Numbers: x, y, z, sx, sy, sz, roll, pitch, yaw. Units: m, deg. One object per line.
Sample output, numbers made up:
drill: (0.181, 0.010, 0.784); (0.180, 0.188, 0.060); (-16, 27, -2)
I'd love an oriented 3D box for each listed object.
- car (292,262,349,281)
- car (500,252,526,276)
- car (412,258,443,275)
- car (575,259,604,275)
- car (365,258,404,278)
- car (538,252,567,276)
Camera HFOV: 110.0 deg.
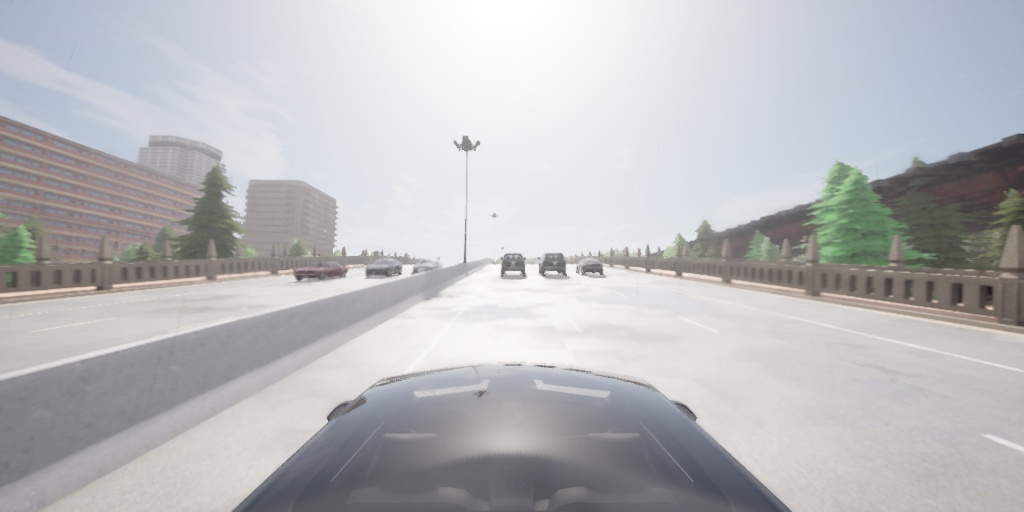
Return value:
car: (-14.093, 1.114, 26.667); (1.895, 1.301, 4.718); (0, 1, 0)
car: (0.103, 0.685, 32.531); (2.150, 2.045, 5.566); (0, 1, 0)
car: (-7.088, 0.970, 30.500); (2.128, 1.511, 4.902); (0, 1, 0)
car: (7.102, 0.966, 33.166); (1.837, 1.490, 4.892); (0, 1, 0)
car: (-10.589, 0.960, 29.987); (1.882, 1.535, 5.008); (0, 1, 0)
car: (3.603, 0.686, 32.627); (2.150, 2.045, 5.566); (0, 1, 0)
